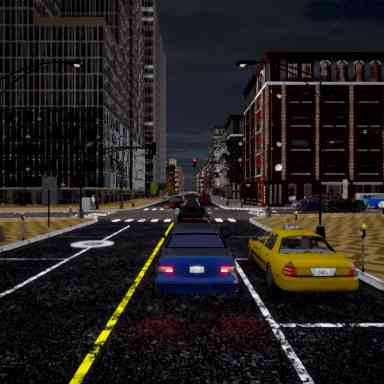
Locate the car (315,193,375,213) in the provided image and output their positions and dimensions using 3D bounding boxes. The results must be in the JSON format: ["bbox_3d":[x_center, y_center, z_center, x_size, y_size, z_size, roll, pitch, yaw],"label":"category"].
[{"bbox_3d":[15.354,1.142,33.640,4.553,1.767,2.097,-1,0,0],"label":"car"}]

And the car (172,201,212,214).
[{"bbox_3d":[0.075,1.505,18.687,1.837,1.490,4.892,0,0,0],"label":"car"}]

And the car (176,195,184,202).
[{"bbox_3d":[-2.784,1.478,78.411,1.882,1.535,5.008,0,0,0],"label":"car"}]

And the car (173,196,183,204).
[{"bbox_3d":[-2.803,1.529,66.823,1.812,1.442,4.674,0,0,0],"label":"car"}]

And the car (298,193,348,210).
[{"bbox_3d":[15.297,1.094,38.994,5.009,1.841,2.192,-1,1,-1],"label":"car"}]

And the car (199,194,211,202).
[{"bbox_3d":[2.537,1.318,63.445,2.192,1.841,5.009,0,0,0],"label":"car"}]

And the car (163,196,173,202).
[{"bbox_3d":[-5.348,1.555,74.627,2.008,1.369,4.403,0,0,0],"label":"car"}]

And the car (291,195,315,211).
[{"bbox_3d":[13.270,1.162,36.492,4.553,1.767,2.097,-1,0,-1],"label":"car"}]

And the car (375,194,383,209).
[{"bbox_3d":[23.072,1.213,36.628,4.674,1.442,1.812,-1,0,0],"label":"car"}]

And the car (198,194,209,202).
[{"bbox_3d":[2.532,1.320,74.630,2.192,1.841,5.009,0,0,0],"label":"car"}]

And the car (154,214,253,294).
[{"bbox_3d":[0.093,1.547,8.945,2.033,1.411,5.357,0,0,0],"label":"car"}]

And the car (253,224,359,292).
[{"bbox_3d":[2.560,1.525,8.798,1.752,1.417,4.829,0,0,0],"label":"car"}]

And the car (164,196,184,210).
[{"bbox_3d":[-2.192,1.565,42.545,1.994,1.385,4.181,-1,0,-11],"label":"car"}]

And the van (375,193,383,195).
[{"bbox_3d":[20.953,1.050,39.056,3.998,1.788,1.690,-1,1,-1],"label":"van"}]

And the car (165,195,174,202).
[{"bbox_3d":[-5.351,1.550,80.220,1.887,1.381,4.507,0,0,0],"label":"car"}]

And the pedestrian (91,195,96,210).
[{"bbox_3d":[-12.366,1.270,41.628,0.375,1.860,0.375,0,1,-1],"label":"pedestrian"}]

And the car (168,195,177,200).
[{"bbox_3d":[-5.355,1.558,91.406,2.008,1.369,4.403,0,0,0],"label":"car"}]
